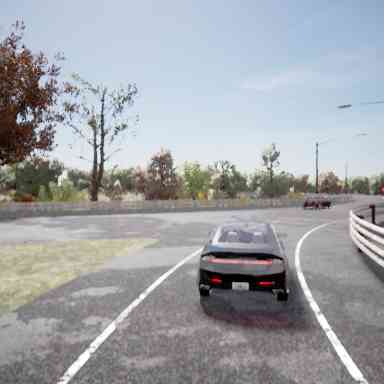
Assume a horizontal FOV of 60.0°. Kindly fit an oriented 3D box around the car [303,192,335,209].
[{"bbox_3d":[16.260,1.241,42.874,4.553,1.767,2.097,0,0,-42],"label":"car"}]

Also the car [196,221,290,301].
[{"bbox_3d":[1.348,1.473,8.355,2.128,1.511,4.902,0,0,11],"label":"car"}]
